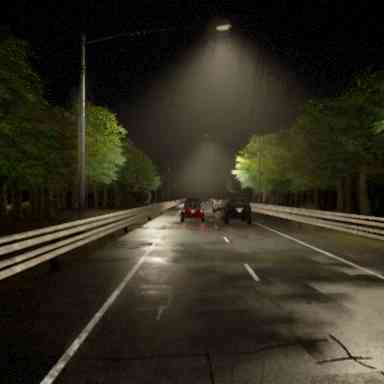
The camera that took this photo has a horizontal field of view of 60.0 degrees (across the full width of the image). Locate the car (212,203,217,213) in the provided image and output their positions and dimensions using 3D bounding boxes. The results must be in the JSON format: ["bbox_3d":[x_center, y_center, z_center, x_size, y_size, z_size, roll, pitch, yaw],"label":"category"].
[{"bbox_3d":[3.608,2.114,44.133,1.895,1.301,4.718,0,-1,0],"label":"car"}]

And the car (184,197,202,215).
[{"bbox_3d":[0.106,1.715,42.451,2.150,2.045,5.566,0,0,0],"label":"car"}]

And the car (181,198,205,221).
[{"bbox_3d":[0.099,1.702,30.543,2.097,1.767,4.553,0,0,1],"label":"car"}]

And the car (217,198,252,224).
[{"bbox_3d":[3.604,1.541,27.986,2.150,2.045,5.566,0,-1,0],"label":"car"}]
